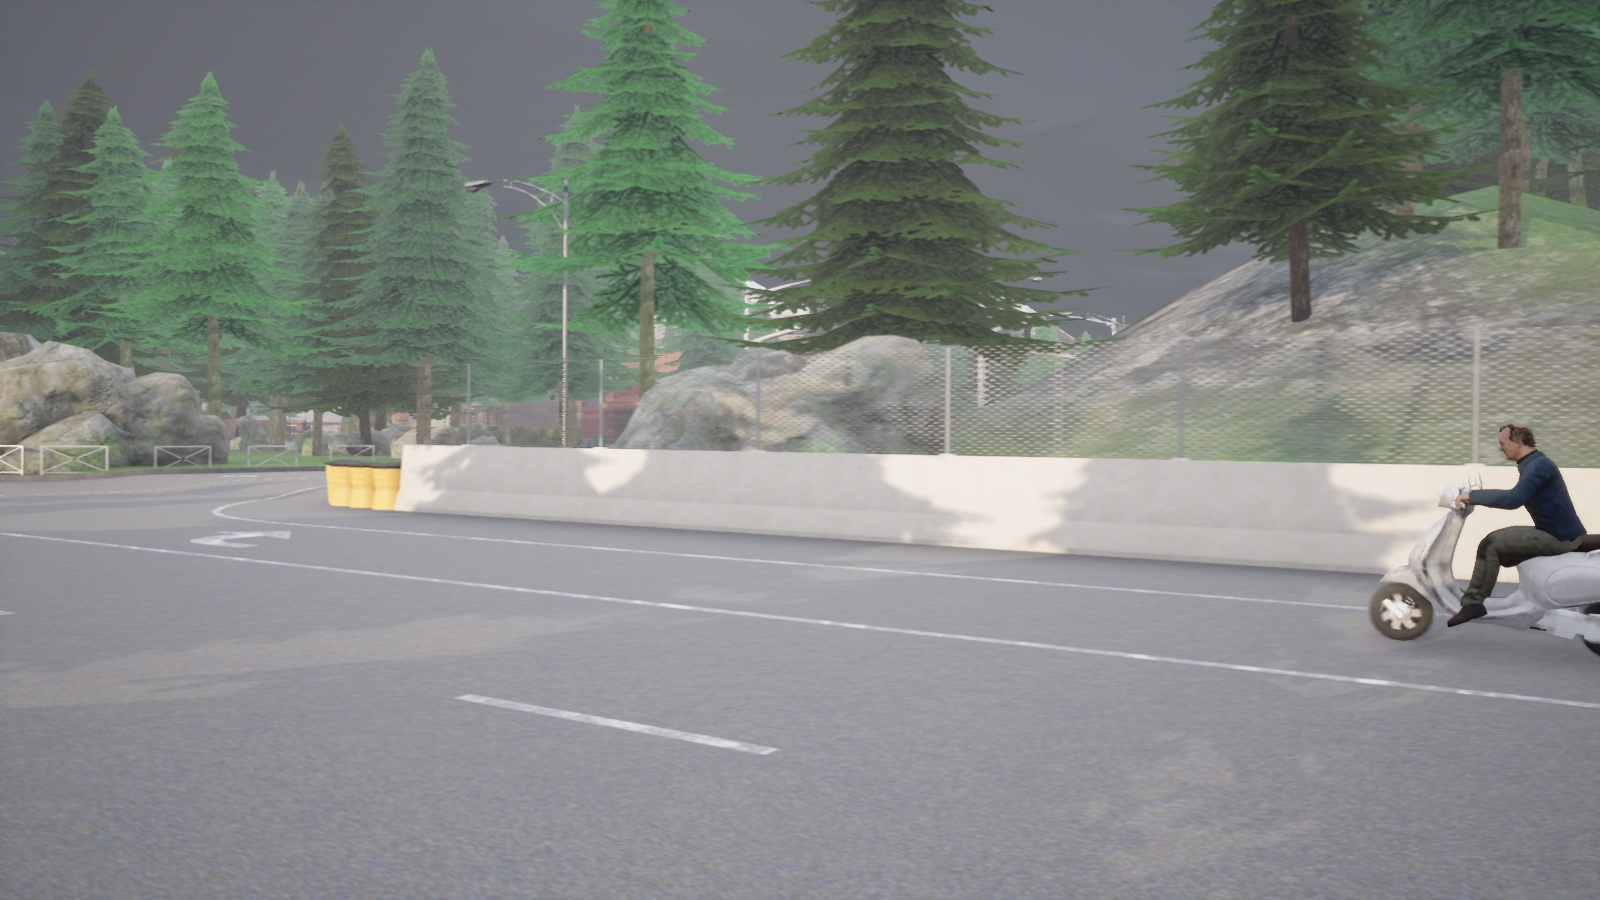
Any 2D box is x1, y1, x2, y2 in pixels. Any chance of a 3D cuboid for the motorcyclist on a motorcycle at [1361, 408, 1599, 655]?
[{"bbox_3d":[4.964,0.521,8.728,1.817,1.590,0.866,0,1,34],"label":"motorcyclist on a motorcycle"}]
